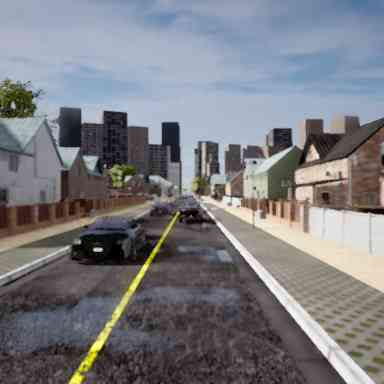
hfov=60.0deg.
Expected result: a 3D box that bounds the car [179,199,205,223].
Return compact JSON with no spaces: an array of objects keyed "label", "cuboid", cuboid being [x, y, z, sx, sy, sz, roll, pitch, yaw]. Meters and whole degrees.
[{"label":"car","cuboid":[-0.038,1.519,26.153,2.128,1.511,4.902,0,0,0]}]

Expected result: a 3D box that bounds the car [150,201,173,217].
[{"label":"car","cuboid":[-2.870,1.604,32.167,1.994,1.385,4.181,0,0,0]}]

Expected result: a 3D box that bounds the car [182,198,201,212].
[{"label":"car","cuboid":[-0.095,1.536,39.785,2.128,1.511,4.902,0,0,0]}]

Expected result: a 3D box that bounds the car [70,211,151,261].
[{"label":"car","cuboid":[-2.883,1.582,12.186,1.994,1.385,4.181,0,0,0]}]
